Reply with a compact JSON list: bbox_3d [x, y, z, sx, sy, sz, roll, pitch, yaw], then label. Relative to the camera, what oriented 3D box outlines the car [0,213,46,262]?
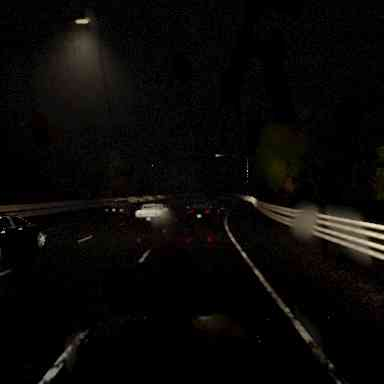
[{"bbox_3d":[-6.782,1.493,11.442,1.837,1.490,4.892,0,0,1],"label":"car"}]

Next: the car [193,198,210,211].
[{"bbox_3d":[1.279,1.543,41.373,1.994,1.385,4.181,0,0,3],"label":"car"}]

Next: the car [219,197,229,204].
[{"bbox_3d":[6.419,1.589,66.370,1.895,1.301,4.718,0,0,5],"label":"car"}]

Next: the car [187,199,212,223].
[{"bbox_3d":[0.562,1.509,25.208,1.812,1.442,4.674,0,0,2],"label":"car"}]

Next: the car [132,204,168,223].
[{"bbox_3d":[-2.938,1.582,25.396,1.895,1.301,4.718,0,0,2],"label":"car"}]

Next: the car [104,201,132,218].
[{"bbox_3d":[-6.286,1.525,29.685,2.033,1.411,5.357,0,0,2],"label":"car"}]

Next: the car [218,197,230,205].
[{"bbox_3d":[5.535,1.509,56.803,1.812,1.442,4.674,0,0,6],"label":"car"}]
